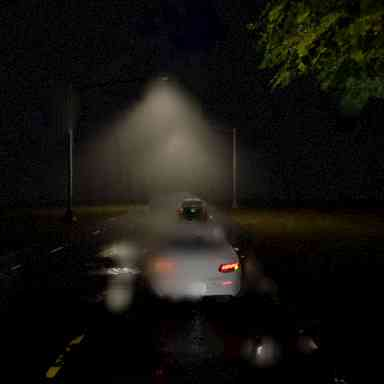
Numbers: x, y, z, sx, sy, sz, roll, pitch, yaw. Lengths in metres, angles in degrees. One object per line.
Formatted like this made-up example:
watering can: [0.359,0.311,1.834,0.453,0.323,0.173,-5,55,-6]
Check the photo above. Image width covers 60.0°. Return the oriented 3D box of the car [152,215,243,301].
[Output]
car: [0.103,1.524,8.181,1.812,1.442,4.674,0,0,0]

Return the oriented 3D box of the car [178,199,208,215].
car: [0.059,1.300,24.793,2.097,1.767,4.553,0,0,0]

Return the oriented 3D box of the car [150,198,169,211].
car: [-3.703,1.397,38.441,2.033,1.411,5.357,0,0,0]
